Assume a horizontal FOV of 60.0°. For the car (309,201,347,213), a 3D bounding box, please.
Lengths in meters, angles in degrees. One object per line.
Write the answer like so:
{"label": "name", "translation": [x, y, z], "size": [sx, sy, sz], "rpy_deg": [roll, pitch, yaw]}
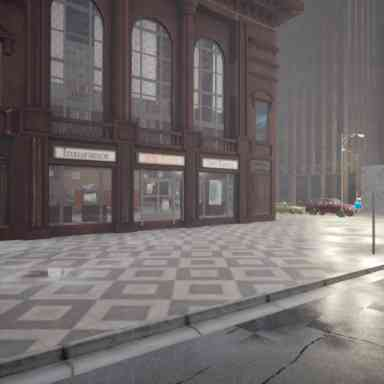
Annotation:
{"label": "car", "translation": [17.595, 1.899, 43.091], "size": [1.802, 1.307, 4.206], "rpy_deg": [-1, 0, -35]}

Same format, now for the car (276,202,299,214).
{"label": "car", "translation": [10.737, 1.800, 38.023], "size": [1.752, 1.417, 4.829], "rpy_deg": [0, 0, -35]}

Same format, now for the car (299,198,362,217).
{"label": "car", "translation": [13.884, 1.523, 33.570], "size": [2.192, 1.841, 5.009], "rpy_deg": [0, 0, -35]}
